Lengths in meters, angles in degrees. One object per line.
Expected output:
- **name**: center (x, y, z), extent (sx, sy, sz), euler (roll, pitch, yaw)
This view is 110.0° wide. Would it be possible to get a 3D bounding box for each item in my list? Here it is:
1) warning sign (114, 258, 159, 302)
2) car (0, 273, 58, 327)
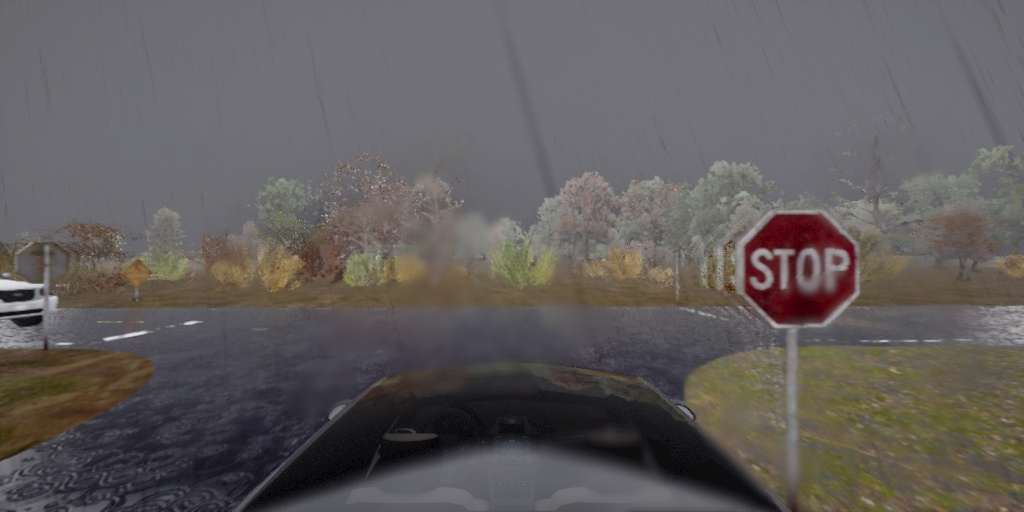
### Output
- **warning sign**: center (-16.294, 1.030, 15.559), extent (1.060, 1.860, 1.300), euler (0, 0, 0)
- **car**: center (-16.203, 1.065, 9.820), extent (5.566, 2.045, 2.150), euler (0, -1, 0)
